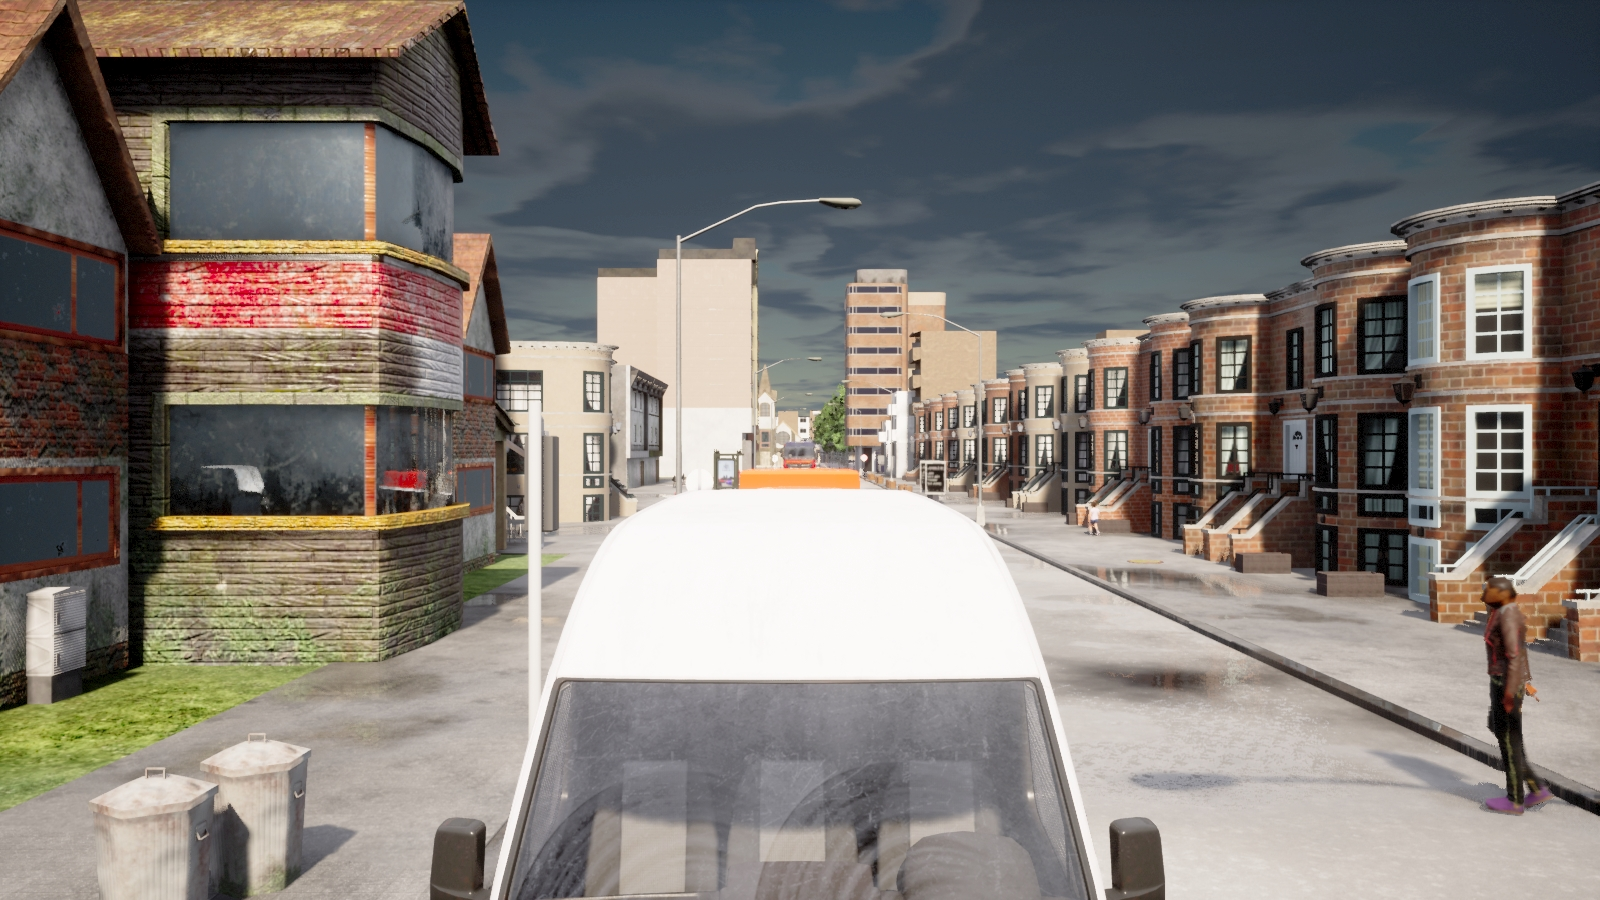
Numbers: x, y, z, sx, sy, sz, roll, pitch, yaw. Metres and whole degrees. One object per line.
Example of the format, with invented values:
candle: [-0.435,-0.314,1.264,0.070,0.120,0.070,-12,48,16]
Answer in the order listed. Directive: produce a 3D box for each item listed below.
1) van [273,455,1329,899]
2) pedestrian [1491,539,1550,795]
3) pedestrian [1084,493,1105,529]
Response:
van: [-0.003,1.314,5.110,1.988,2.561,5.915,0,0,0]
pedestrian: [5.510,1.629,8.740,0.375,1.860,0.375,0,0,33]
pedestrian: [9.240,1.903,35.855,0.500,1.100,0.500,0,0,-7]
